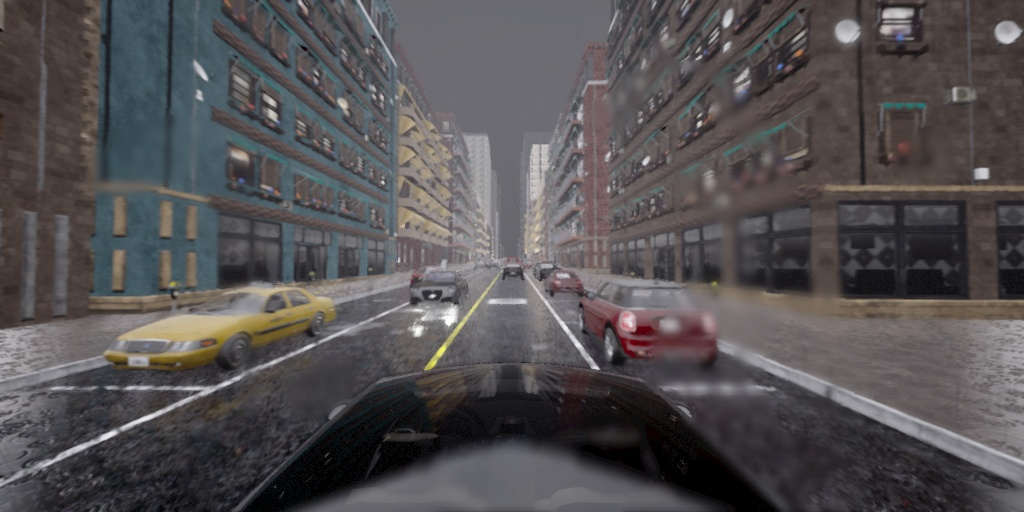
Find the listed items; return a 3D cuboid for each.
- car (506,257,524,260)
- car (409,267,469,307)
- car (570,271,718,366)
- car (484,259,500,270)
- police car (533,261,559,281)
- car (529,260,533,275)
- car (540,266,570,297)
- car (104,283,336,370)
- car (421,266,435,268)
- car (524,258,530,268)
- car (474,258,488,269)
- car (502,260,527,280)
[{"bbox_3d":[0.120,1.140,48.556,2.150,2.045,5.566,0,0,0],"label":"car"},{"bbox_3d":[-3.067,1.365,15.796,1.994,1.385,4.181,0,0,0],"label":"car"},{"bbox_3d":[2.695,1.217,8.079,1.967,1.591,4.097,0,0,0],"label":"car"},{"bbox_3d":[-2.999,1.548,58.510,1.895,1.301,4.718,0,0,1],"label":"car"},{"bbox_3d":[3.149,1.286,31.224,1.930,1.638,5.238,0,0,0],"label":"police car"},{"bbox_3d":[3.163,1.389,38.115,1.837,1.490,4.892,0,0,0],"label":"car"},{"bbox_3d":[2.700,1.401,19.160,1.802,1.307,4.207,0,0,0],"label":"car"},{"bbox_3d":[-5.687,1.294,7.861,1.751,1.417,4.829,0,0,0],"label":"car"},{"bbox_3d":[-5.678,1.375,24.652,1.888,1.381,4.507,0,0,0],"label":"car"},{"bbox_3d":[2.719,1.391,57.945,1.967,1.591,4.097,0,0,0],"label":"car"},{"bbox_3d":[-5.660,1.511,63.437,2.007,1.370,4.403,0,0,0],"label":"car"},{"bbox_3d":[0.110,1.343,33.175,1.882,1.535,5.008,0,-1,0],"label":"car"}]
